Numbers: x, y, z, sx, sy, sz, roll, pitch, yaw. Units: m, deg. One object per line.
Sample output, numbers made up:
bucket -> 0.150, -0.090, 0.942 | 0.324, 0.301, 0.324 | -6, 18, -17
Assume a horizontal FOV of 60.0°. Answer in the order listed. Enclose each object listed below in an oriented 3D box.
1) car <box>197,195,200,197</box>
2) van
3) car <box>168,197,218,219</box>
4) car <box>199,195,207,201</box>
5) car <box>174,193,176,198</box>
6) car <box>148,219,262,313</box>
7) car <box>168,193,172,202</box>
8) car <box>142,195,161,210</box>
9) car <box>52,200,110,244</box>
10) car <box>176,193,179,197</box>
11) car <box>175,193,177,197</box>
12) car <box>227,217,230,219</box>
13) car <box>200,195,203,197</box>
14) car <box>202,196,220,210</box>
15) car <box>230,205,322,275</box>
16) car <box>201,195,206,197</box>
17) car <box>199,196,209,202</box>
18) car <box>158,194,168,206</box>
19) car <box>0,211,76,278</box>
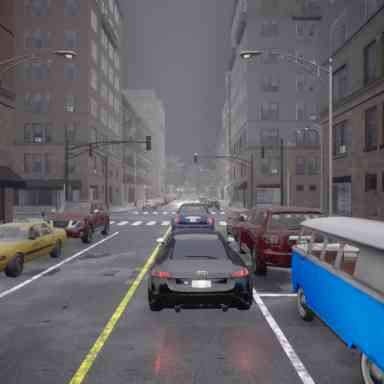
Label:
car -> 2.690, 1.548, 70.481 | 2.008, 1.369, 4.403 | 0, 0, 0
van -> 2.642, 1.341, 4.706 | 1.690, 1.788, 3.998 | 0, 0, 0
car -> 0.062, 1.351, 17.833 | 2.097, 1.767, 4.553 | 0, 0, 0
car -> 2.698, 1.438, 81.446 | 1.967, 1.590, 4.097 | 0, 0, 0
car -> -5.347, 1.548, 75.970 | 2.008, 1.369, 4.403 | 0, 0, 0
car -> 0.104, 1.564, 7.777 | 1.994, 1.385, 4.181 | 0, 0, -2
car -> -5.365, 1.312, 59.524 | 2.192, 1.841, 5.009 | 0, 0, 0
car -> -5.384, 1.522, 42.908 | 1.752, 1.417, 4.829 | 0, 0, 0
car -> -5.388, 1.314, 16.070 | 2.192, 1.841, 5.009 | 0, 0, 0
car -> -5.335, 1.313, 86.934 | 2.192, 1.841, 5.009 | 0, 0, 0
car -> -5.341, 1.563, 81.452 | 1.947, 1.339, 4.313 | 0, 0, 0
car -> 2.650, 1.581, 16.064 | 1.802, 1.307, 4.206 | 0, 0, 0
car -> 2.678, 1.547, 54.035 | 2.008, 1.369, 4.403 | 0, 0, 0
car -> 2.670, 1.547, 43.072 | 2.008, 1.369, 4.403 | 0, 0, 0
car -> 2.646, 1.314, 10.384 | 2.192, 1.841, 5.009 | 0, 0, 0
car -> 2.674, 1.541, 48.554 | 1.887, 1.381, 4.507 | 0, 0, 0
car -> 2.694, 1.548, 75.963 | 2.008, 1.369, 4.403 | 0, 0, 0
car -> -5.372, 1.522, 53.871 | 1.752, 1.417, 4.829 | 0, 0, 0
car -> -5.392, 1.525, 10.221 | 1.752, 1.417, 4.829 | 0, 0, 0
